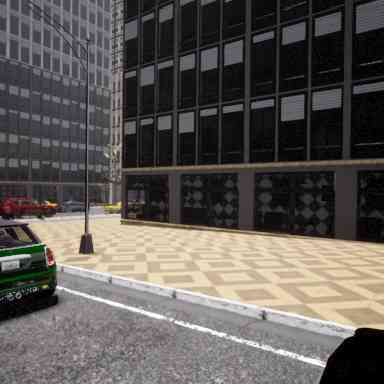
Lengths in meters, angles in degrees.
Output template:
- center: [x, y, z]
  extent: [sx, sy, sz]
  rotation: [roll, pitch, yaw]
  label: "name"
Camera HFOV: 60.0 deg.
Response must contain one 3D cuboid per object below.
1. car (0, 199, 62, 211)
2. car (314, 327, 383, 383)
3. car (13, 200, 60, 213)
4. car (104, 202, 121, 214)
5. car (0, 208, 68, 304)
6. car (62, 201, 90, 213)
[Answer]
- center: [-14.939, 1.519, 30.158]
  extent: [2.192, 1.841, 5.009]
  rotation: [1, 0, 37]
  label: "car"
- center: [2.986, 1.601, 1.549]
  extent: [4.718, 1.301, 1.895]
  rotation: [0, 0, 36]
  label: "car"
- center: [-18.419, 1.643, 39.540]
  extent: [1.752, 1.417, 4.829]
  rotation: [1, 0, 37]
  label: "car"
- center: [-8.124, 1.830, 39.357]
  extent: [1.752, 1.417, 4.829]
  rotation: [1, 0, 37]
  label: "car"
- center: [-5.011, 1.348, 7.268]
  extent: [4.553, 1.767, 2.097]
  rotation: [0, 0, 36]
  label: "car"
- center: [-14.539, 1.749, 40.409]
  extent: [1.994, 1.385, 4.181]
  rotation: [1, 0, 37]
  label: "car"
